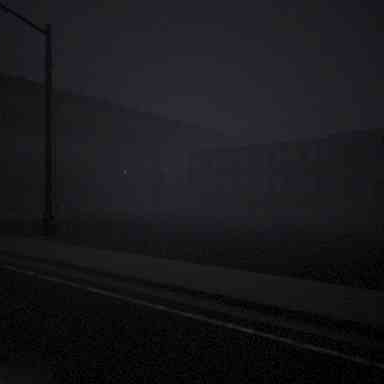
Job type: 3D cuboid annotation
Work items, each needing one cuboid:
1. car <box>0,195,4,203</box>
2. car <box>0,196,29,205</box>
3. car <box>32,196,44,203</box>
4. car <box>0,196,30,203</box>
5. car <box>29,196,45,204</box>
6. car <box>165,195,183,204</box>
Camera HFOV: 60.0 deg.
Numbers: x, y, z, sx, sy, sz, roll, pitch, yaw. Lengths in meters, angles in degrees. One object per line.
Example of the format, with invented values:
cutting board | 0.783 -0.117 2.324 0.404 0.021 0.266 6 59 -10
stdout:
car | -44.017 1.511 72.517 4.974 1.542 2.038 0 0 2
car | -30.659 1.496 57.493 4.974 1.542 2.038 0 0 7
car | -27.152 1.337 58.756 1.853 1.218 4.536 0 0 -23
car | -30.711 1.339 57.499 4.536 1.218 1.853 0 0 7
car | -27.131 1.494 58.708 2.038 1.542 4.974 0 0 -23
car | -3.806 1.382 63.626 2.097 1.767 4.553 0 0 37
